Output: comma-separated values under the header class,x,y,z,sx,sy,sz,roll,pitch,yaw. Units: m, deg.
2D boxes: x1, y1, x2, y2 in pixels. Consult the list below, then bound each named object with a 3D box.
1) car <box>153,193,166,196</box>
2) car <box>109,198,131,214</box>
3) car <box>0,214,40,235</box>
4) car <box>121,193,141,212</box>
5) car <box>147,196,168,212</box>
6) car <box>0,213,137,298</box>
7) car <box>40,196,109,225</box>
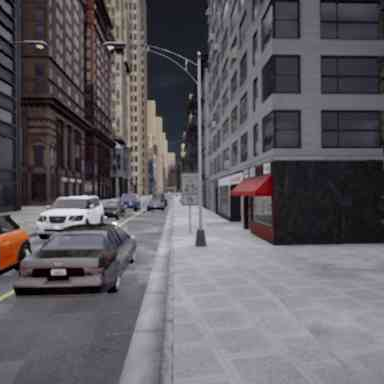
class,x,y,z,sx,sy,sz,roll,pitch,yaw
car,-4.752,1.138,48.909,2.150,2.045,5.566,-1,0,-3
car,-6.736,1.533,27.947,2.033,1.411,5.357,-1,0,-3
car,-5.679,1.372,7.860,2.097,1.767,4.553,-1,0,-3
car,-7.265,1.187,38.671,2.150,2.045,5.566,-1,0,-3
car,-4.162,1.502,38.817,1.994,1.385,4.181,-1,0,-3
car,-2.617,1.539,8.696,2.033,1.411,5.357,-1,0,-3
car,-6.195,1.225,17.641,2.150,2.045,5.566,-1,0,-3
